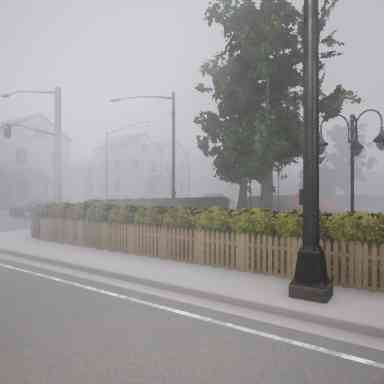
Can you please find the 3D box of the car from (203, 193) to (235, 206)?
[{"bbox_3d":[3.525,1.221,48.179,2.150,2.045,5.566,0,0,35],"label":"car"}]

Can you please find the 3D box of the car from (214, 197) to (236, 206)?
[{"bbox_3d":[5.789,1.565,57.565,1.994,1.385,4.181,0,0,35],"label":"car"}]

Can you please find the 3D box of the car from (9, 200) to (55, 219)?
[{"bbox_3d":[-13.682,1.477,29.811,1.882,1.535,5.008,0,0,35],"label":"car"}]
